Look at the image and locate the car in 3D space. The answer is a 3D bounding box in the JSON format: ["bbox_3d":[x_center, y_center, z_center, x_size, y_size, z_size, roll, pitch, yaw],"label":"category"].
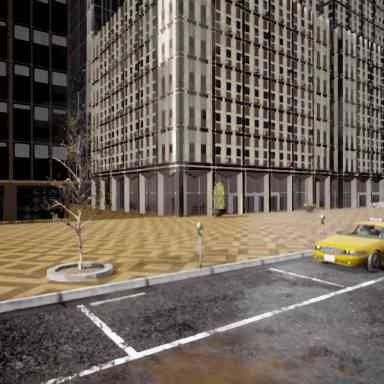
[{"bbox_3d":[5.799,1.525,10.687,4.829,1.417,1.752,0,0,-35],"label":"car"}]
